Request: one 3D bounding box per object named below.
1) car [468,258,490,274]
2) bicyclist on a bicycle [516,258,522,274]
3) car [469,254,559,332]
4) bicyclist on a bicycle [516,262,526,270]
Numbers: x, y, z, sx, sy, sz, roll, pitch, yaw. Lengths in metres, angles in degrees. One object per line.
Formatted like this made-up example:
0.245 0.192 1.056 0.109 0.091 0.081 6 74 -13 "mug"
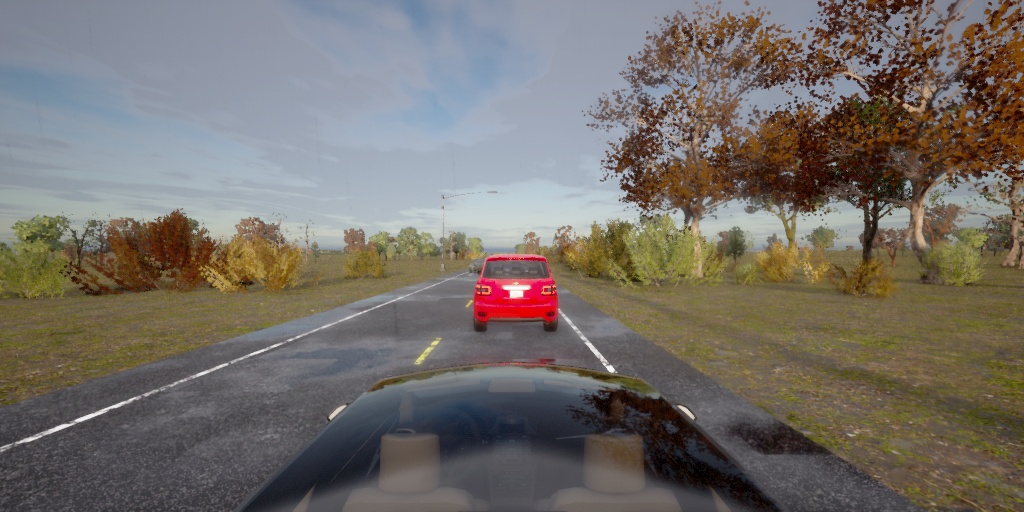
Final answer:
-3.797 1.088 41.895 2.097 1.767 4.553 0 0 -1 "car"
0.784 1.107 40.182 0.659 1.776 1.843 0 0 0 "bicyclist on a bicycle"
0.078 0.968 10.990 2.150 2.045 5.566 0 0 -1 "car"
0.859 1.110 30.169 0.659 1.776 1.843 0 0 0 "bicyclist on a bicycle"
